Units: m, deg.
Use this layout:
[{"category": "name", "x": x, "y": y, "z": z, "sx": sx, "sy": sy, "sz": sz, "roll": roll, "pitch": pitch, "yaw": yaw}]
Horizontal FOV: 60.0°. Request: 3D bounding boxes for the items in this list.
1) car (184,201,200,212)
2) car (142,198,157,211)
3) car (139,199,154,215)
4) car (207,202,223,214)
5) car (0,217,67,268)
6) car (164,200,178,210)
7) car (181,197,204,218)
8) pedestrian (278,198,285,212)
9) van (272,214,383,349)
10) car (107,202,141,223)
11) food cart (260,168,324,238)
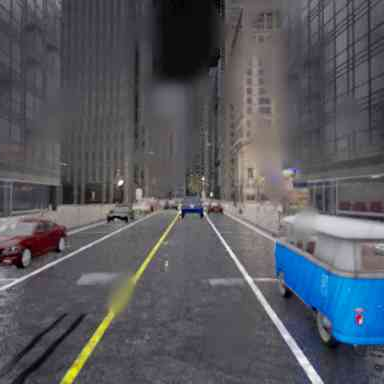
[{"category": "car", "x": 0.008, "y": 1.917, "z": 45.264, "sx": 2.033, "sy": 1.411, "sz": 5.357, "roll": 0, "pitch": -1, "yaw": 0}, {"category": "car", "x": -5.860, "y": 1.674, "z": 44.325, "sx": 2.192, "sy": 1.841, "sz": 5.009, "roll": 0, "pitch": -1, "yaw": 0}, {"category": "car", "x": -5.860, "y": 1.828, "z": 38.693, "sx": 1.752, "sy": 1.417, "sz": 4.829, "roll": 0, "pitch": -1, "yaw": 0}, {"category": "car", "x": 2.665, "y": 1.849, "z": 38.863, "sx": 1.887, "sy": 1.381, "sz": 4.507, "roll": 0, "pitch": -1, "yaw": 0}, {"category": "car", "x": -5.852, "y": 1.619, "z": 11.568, "sx": 1.887, "sy": 1.381, "sz": 4.507, "roll": 1, "pitch": 0, "yaw": 0}, {"category": "car", "x": -3.030, "y": 1.886, "z": 49.081, "sx": 1.882, "sy": 1.535, "sz": 5.008, "roll": 0, "pitch": -1, "yaw": 0}, {"category": "car", "x": 0.040, "y": 1.474, "z": 33.389, "sx": 2.150, "sy": 2.045, "sz": 5.566, "roll": 0, "pitch": -1, "yaw": 1}, {"category": "pedestrian", "x": 5.588, "y": 1.284, "z": 20.695, "sx": 0.375, "sy": 1.860, "sz": 0.375, "roll": 1, "pitch": -1, "yaw": -18}, {"category": "van", "x": 2.676, "y": 1.379, "z": 6.107, "sx": 1.690, "sy": 1.788, "sz": 3.998, "roll": 1, "pitch": 0, "yaw": 0}, {"category": "car", "x": -5.857, "y": 1.769, "z": 27.945, "sx": 1.947, "sy": 1.339, "sz": 4.313, "roll": 1, "pitch": 0, "yaw": 0}, {"category": "food cart", "x": 5.613, "y": 0.598, "z": 19.406, "sx": 2.280, "sy": 3.560, "sz": 4.660, "roll": -1, "pitch": -1, "yaw": 0}]
